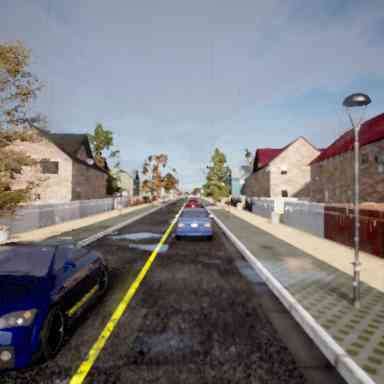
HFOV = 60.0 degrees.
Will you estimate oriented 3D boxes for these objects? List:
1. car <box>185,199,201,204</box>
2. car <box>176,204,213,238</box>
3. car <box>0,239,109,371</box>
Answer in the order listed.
[{"bbox_3d":[0.115,1.564,42.486,1.812,1.442,4.674,0,0,0],"label":"car"},{"bbox_3d":[0.105,1.563,17.627,2.033,1.411,5.357,0,0,0],"label":"car"},{"bbox_3d":[-2.847,1.568,5.794,1.994,1.385,4.181,0,0,0],"label":"car"}]
